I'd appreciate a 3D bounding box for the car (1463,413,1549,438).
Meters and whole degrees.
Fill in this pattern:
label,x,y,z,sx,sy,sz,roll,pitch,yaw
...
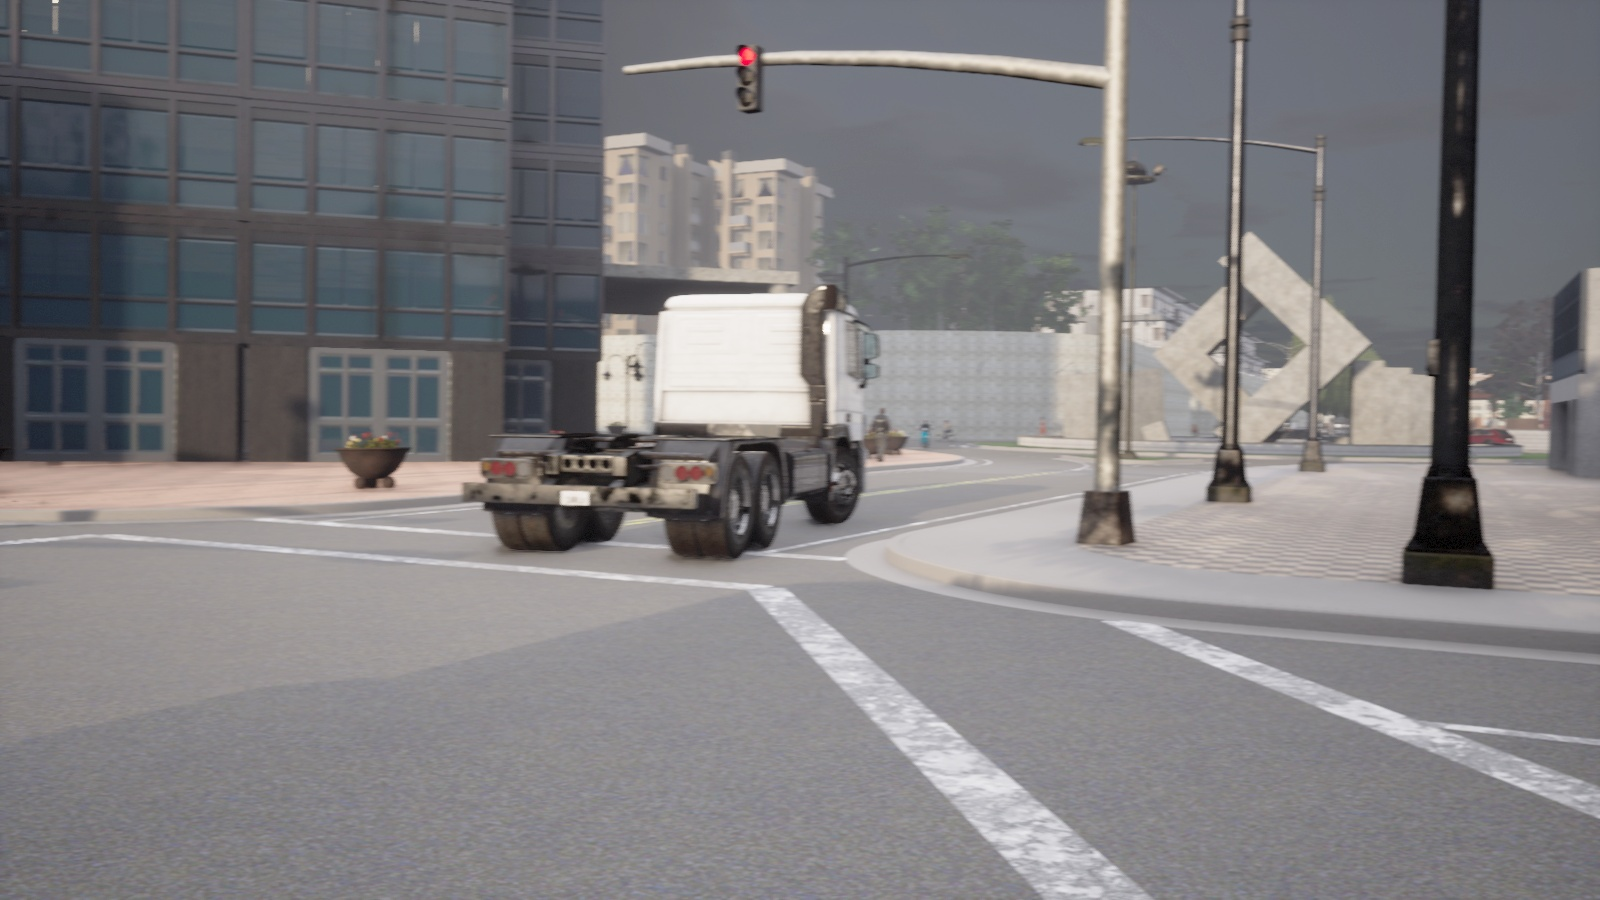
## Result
label,x,y,z,sx,sy,sz,roll,pitch,yaw
car,48.543,-1.719,86.473,2.033,1.649,4.856,-1,2,-27

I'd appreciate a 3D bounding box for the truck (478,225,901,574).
label,x,y,z,sx,sy,sz,roll,pitch,yaw
truck,-0.891,-0.597,16.690,2.891,3.462,7.936,0,1,16

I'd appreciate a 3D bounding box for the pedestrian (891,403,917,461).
label,x,y,z,sx,sy,sz,roll,pitch,yaw
pedestrian,3.442,-0.593,41.405,0.563,1.883,0.849,0,2,27
